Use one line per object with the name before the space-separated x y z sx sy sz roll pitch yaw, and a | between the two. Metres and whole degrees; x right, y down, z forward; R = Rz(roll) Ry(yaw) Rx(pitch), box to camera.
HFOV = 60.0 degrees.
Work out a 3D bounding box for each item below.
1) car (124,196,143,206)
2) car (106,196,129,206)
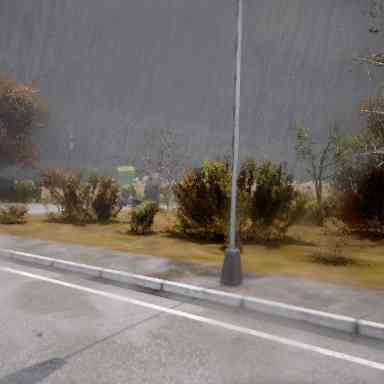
car | -10.915 1.851 62.662 2.150 2.045 5.566 2 -2 19
car | -14.211 1.829 63.842 2.097 1.767 4.553 2 -2 19
